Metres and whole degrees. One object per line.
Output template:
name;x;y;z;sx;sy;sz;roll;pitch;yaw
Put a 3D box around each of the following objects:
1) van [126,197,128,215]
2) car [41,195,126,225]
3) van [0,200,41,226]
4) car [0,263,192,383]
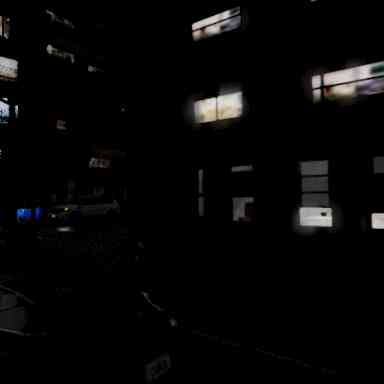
van;-5.334;1.392;33.288;1.690;1.788;3.998;-1;0;35
car;-8.000;1.277;25.241;2.150;2.045;5.566;-1;0;35
van;-11.832;1.461;24.066;1.690;1.788;3.998;-1;0;35
car;-1.989;1.594;4.147;4.313;1.339;1.947;-1;-1;35
